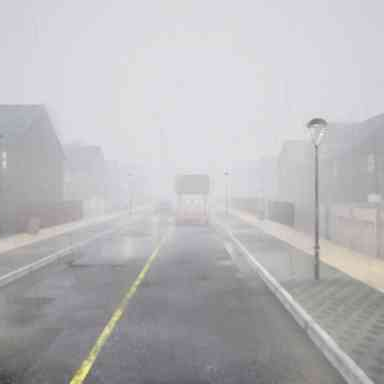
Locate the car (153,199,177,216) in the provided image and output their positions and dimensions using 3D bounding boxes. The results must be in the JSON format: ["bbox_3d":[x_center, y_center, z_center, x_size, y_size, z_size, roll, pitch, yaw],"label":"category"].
[{"bbox_3d":[-2.829,1.655,34.428,1.837,1.490,4.892,0,0,0],"label":"car"}]

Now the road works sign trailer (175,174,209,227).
[{"bbox_3d":[0.014,0.553,23.313,2.380,3.560,2.880,0,0,0],"label":"road works sign trailer"}]

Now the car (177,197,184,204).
[{"bbox_3d":[-2.720,1.846,76.638,1.882,1.535,5.008,0,-1,0],"label":"car"}]
